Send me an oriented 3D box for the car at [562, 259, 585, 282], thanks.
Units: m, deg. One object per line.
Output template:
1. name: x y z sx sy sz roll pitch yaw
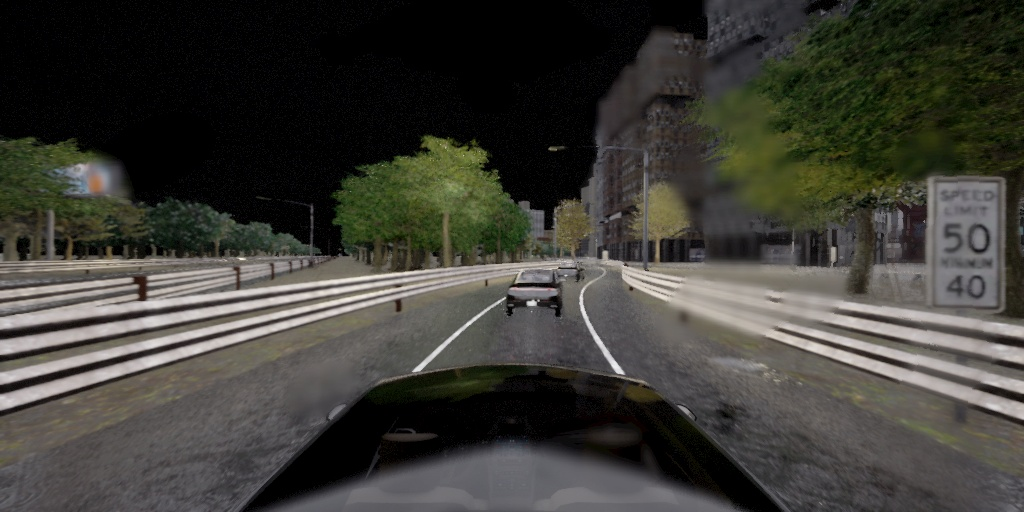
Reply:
1. car: 4.777 1.265 28.991 2.128 1.511 4.902 0 0 18

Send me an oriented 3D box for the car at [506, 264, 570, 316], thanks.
1. car: 0.971 1.246 13.398 2.128 1.511 4.902 0 0 9
